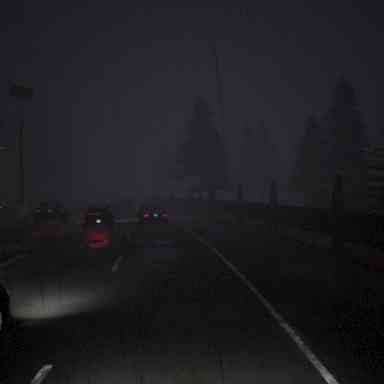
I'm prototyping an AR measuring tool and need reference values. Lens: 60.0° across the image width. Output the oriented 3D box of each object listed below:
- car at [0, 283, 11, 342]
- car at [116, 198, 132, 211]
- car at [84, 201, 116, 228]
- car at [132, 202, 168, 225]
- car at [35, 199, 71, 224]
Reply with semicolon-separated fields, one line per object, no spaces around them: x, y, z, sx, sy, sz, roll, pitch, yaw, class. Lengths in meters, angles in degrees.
-3.639;1.518;3.181;1.837;1.490;4.892;0;0;-2;car
-8.598;1.538;41.247;1.882;1.535;5.008;0;0;-22;car
-6.334;1.543;22.931;1.837;1.490;4.892;0;0;-13;car
-2.971;1.577;24.207;2.033;1.411;5.357;0;0;-14;car
-10.615;1.404;25.646;2.097;1.767;4.553;0;0;-15;car
